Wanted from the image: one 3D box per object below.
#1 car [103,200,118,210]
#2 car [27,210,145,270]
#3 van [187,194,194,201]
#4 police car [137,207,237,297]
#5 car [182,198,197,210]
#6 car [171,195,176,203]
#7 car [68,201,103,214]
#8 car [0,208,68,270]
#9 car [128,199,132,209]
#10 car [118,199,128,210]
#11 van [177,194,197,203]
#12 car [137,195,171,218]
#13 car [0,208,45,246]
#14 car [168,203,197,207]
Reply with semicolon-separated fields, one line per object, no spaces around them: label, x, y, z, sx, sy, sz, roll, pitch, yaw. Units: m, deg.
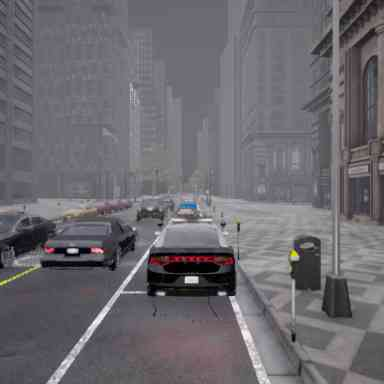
car;-8.905;1.548;32.307;1.887;1.381;4.507;0;0;0
car;-3.040;1.549;10.987;2.033;1.411;5.357;0;0;0
van;-0.341;1.377;86.845;1.690;1.788;3.998;0;0;0
police car;-0.007;1.426;8.759;1.930;1.638;5.238;0;0;0
car;-0.347;1.551;43.336;1.887;1.381;4.507;0;0;0
car;-3.028;1.496;40.166;2.128;1.511;4.902;0;0;0
car;-8.906;1.528;26.612;1.752;1.417;4.829;0;0;0
car;-6.240;1.492;11.147;2.128;1.511;4.902;0;0;0
car;-8.902;1.550;43.358;1.887;1.381;4.507;0;0;0
car;-8.903;1.549;37.832;1.887;1.381;4.507;0;0;0
van;-0.353;1.345;32.286;1.690;1.788;3.998;0;0;0
car;-3.133;1.354;26.998;2.097;1.767;4.553;0;0;0
car;-8.908;1.546;15.730;1.887;1.381;4.507;0;0;0
car;-0.361;1.584;21.236;1.802;1.307;4.206;0;0;0
